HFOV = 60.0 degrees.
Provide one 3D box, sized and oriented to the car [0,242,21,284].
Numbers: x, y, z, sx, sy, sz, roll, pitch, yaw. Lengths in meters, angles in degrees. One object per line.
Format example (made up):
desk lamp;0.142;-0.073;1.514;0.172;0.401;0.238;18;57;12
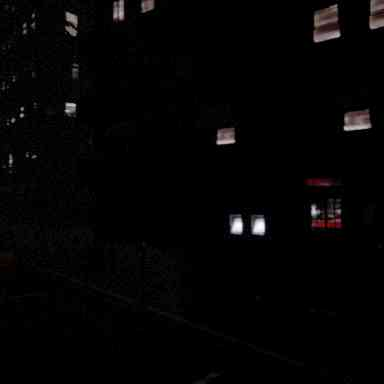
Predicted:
car;-6.355;1.751;9.385;4.829;1.417;1.752;-1;-3;45
